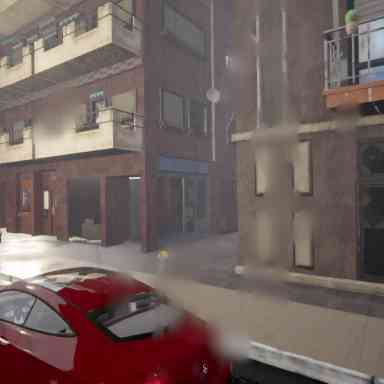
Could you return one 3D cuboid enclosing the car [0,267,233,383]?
[{"bbox_3d":[-1.545,1.583,3.955,4.206,1.307,1.802,0,-1,36],"label":"car"}]
